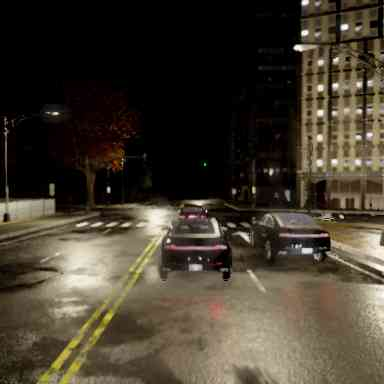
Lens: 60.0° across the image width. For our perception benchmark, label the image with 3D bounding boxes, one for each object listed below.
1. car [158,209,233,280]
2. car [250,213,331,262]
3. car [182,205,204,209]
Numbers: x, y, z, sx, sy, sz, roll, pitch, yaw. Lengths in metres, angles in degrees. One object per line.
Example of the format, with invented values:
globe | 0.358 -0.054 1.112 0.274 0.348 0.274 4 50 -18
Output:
car | 0.084 1.491 9.948 2.128 1.511 4.902 0 0 0
car | 3.349 1.491 12.093 2.128 1.511 4.902 0 0 0
car | 0.058 1.550 22.146 2.033 1.411 5.357 0 0 0
